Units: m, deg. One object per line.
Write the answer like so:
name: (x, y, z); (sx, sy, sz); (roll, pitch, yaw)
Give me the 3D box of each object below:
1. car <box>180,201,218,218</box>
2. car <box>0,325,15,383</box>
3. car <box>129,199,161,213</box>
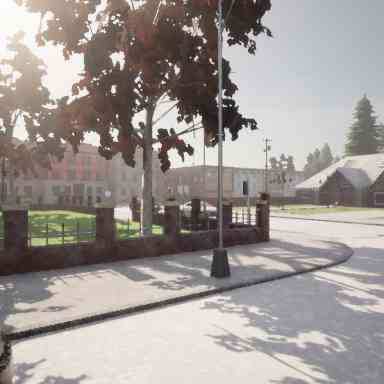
car: (0.645, 1.526, 28.388); (1.812, 1.442, 4.674); (0, 0, -36)
car: (-3.777, 1.491, 1.869); (4.902, 1.511, 2.128); (0, 0, -35)
car: (-5.244, 1.491, 36.703); (2.128, 1.511, 4.902); (0, 0, -35)
